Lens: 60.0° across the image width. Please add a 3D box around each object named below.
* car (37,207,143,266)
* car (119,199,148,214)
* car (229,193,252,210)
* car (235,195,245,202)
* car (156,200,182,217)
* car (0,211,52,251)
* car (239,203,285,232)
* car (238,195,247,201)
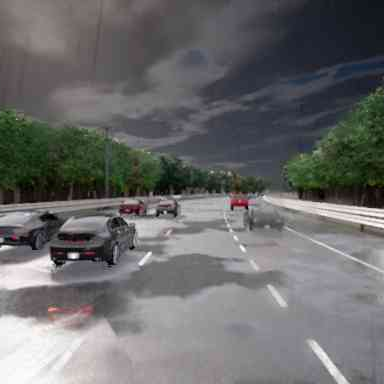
[{"bbox_3d":[-3.164,1.491,11.509,1.837,1.490,4.892,0,0,2],"label":"car"},{"bbox_3d":[-5.525,1.447,31.918,1.882,1.535,5.008,0,0,5],"label":"car"},{"bbox_3d":[5.992,1.188,42.288,2.150,2.045,5.566,0,0,6],"label":"car"},{"bbox_3d":[10.895,1.447,75.489,2.163,1.488,4.792,0,0,11],"label":"car"},{"bbox_3d":[-2.102,1.477,30.792,1.837,1.490,4.892,0,0,4],"label":"car"},{"bbox_3d":[-6.590,1.507,13.869,1.812,1.442,4.674,0,0,2],"label":"car"},{"bbox_3d":[4.195,1.585,20.204,1.895,1.301,4.718,0,0,3],"label":"car"},{"bbox_3d":[13.067,1.485,85.911,2.033,1.411,5.357,0,0,13],"label":"car"}]
